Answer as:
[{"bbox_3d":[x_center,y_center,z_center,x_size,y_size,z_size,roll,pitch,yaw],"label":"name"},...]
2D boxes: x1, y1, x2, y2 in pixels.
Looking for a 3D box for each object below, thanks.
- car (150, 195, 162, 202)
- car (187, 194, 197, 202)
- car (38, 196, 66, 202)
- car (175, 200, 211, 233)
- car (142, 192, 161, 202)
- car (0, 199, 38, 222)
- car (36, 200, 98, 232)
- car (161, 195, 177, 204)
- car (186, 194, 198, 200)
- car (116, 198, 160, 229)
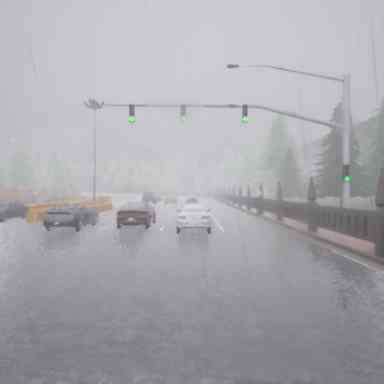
[{"bbox_3d":[-7.008,1.247,65.652,1.994,1.385,4.181,0,0,0],"label":"car"},{"bbox_3d":[-0.008,1.158,65.653,1.882,1.535,5.008,0,0,0],"label":"car"},{"bbox_3d":[-14.083,1.391,35.088,1.994,1.385,4.181,0,0,0],"label":"car"},{"bbox_3d":[0.085,1.432,18.976,1.812,1.442,4.674,0,0,0],"label":"car"},{"bbox_3d":[-7.007,0.950,55.261,2.150,2.045,5.566,0,0,0],"label":"car"},{"bbox_3d":[-14.093,1.424,25.104,2.033,1.411,5.357,0,0,0],"label":"car"},{"bbox_3d":[-6.903,1.396,19.396,2.128,1.511,4.902,0,0,0],"label":"car"},{"bbox_3d":[-3.507,1.206,55.232,1.882,1.535,5.008,0,0,0],"label":"car"},{"bbox_3d":[-0.007,1.252,55.650,1.812,1.442,4.674,0,0,0],"label":"car"},{"bbox_3d":[-3.402,1.374,20.986,1.882,1.535,5.008,0,0,0],"label":"car"}]
